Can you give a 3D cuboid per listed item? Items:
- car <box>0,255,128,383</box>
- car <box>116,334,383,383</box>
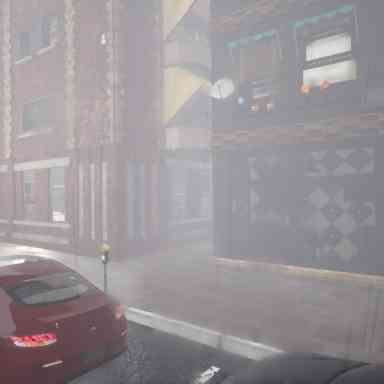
[{"bbox_3d":[-2.731,1.583,4.783,4.206,1.307,1.802,0,-1,35],"label":"car"},{"bbox_3d":[1.881,1.566,1.507,4.313,1.339,1.947,0,-1,35],"label":"car"}]
